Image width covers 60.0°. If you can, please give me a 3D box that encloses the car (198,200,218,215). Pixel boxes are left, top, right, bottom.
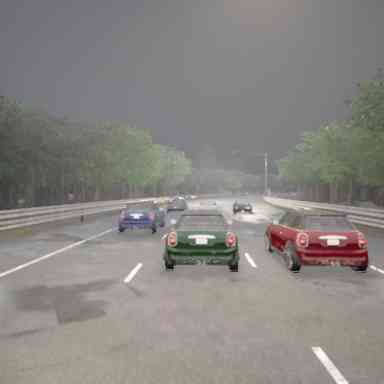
[{"bbox_3d":[1.731,1.592,35.096,1.895,1.301,4.718,0,0,5],"label":"car"}]

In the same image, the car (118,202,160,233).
[{"bbox_3d":[-2.838,1.345,19.732,2.097,1.767,4.553,0,0,3],"label":"car"}]

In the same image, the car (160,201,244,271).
[{"bbox_3d":[0.317,1.350,11.103,2.097,1.767,4.553,0,0,2],"label":"car"}]

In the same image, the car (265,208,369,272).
[{"bbox_3d":[3.815,1.354,10.975,2.097,1.767,4.553,0,0,2],"label":"car"}]

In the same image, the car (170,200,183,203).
[{"bbox_3d":[-1.581,1.550,37.134,1.994,1.385,4.181,0,0,5],"label":"car"}]

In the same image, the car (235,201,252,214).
[{"bbox_3d":[5.254,1.596,35.188,1.895,1.301,4.718,0,0,5],"label":"car"}]
